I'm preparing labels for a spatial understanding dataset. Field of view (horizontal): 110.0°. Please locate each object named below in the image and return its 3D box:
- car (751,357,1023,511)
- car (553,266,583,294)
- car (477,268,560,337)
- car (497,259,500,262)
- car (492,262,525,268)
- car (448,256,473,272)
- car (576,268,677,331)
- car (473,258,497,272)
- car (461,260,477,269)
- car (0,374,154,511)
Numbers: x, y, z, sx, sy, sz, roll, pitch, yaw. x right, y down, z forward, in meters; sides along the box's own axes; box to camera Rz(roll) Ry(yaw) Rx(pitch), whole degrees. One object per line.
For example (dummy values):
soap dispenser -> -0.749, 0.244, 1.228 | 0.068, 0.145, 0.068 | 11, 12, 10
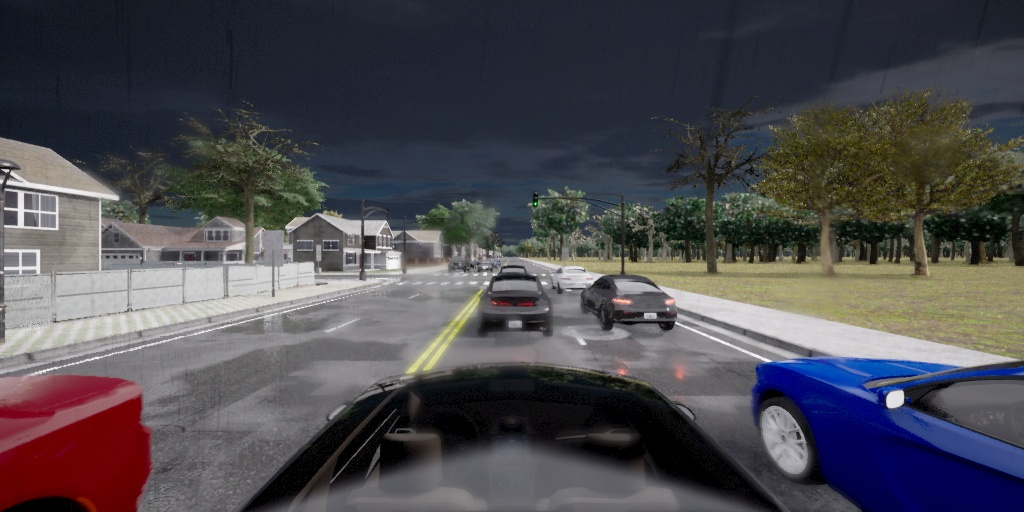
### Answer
car -> 3.350, 1.228, 1.615 | 1.882, 1.535, 5.008 | 0, 0, 0
car -> 3.327, 1.276, 20.037 | 1.812, 1.442, 4.674 | 0, 0, 0
car -> 0.091, 1.255, 10.293 | 1.837, 1.490, 4.892 | 0, 0, 0
car -> -3.284, 1.086, 55.382 | 2.097, 1.767, 4.553 | 0, 0, 0
car -> 0.074, 1.255, 19.711 | 1.837, 1.490, 4.892 | 0, 0, 0
car -> -6.557, 0.964, 45.088 | 2.150, 2.045, 5.566 | 0, 0, 0
car -> 3.342, 1.276, 10.930 | 1.812, 1.442, 4.674 | 0, 0, 0
car -> -3.314, 1.233, 45.419 | 2.128, 1.511, 4.902 | 0, 0, -1
car -> -6.537, 1.334, 55.251 | 1.895, 1.301, 4.718 | 0, 0, 0
car -> -3.355, 1.228, 0.261 | 1.882, 1.535, 5.008 | 0, 0, 0
